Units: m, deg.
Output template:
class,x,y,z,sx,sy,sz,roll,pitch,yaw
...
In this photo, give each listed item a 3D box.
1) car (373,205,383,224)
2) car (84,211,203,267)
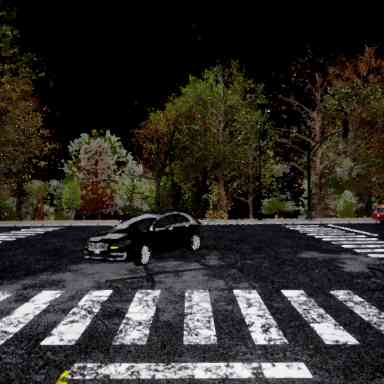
class,x,y,z,sx,sy,sz,roll,pitch,yaw
car,14.641,1.127,21.176,5.566,2.045,2.150,-1,-1,1
car,-1.384,1.439,11.327,1.837,1.490,4.892,-3,-2,32
